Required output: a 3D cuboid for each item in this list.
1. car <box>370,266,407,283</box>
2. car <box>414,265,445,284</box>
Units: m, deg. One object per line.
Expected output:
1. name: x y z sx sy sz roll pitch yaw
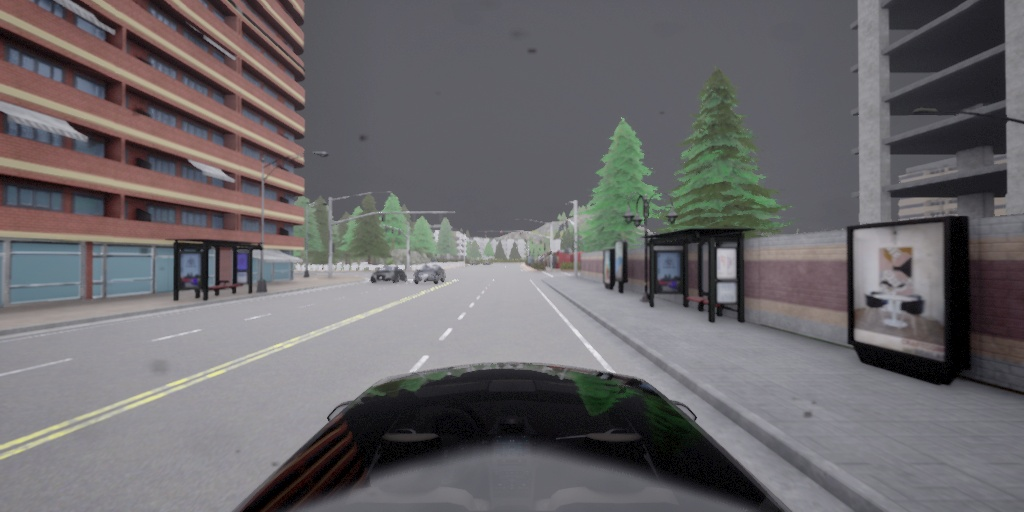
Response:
1. car: -10.508 1.587 30.729 1.994 1.385 4.181 0 -1 0
2. car: -7.008 1.515 30.766 2.128 1.511 4.902 0 -1 0
